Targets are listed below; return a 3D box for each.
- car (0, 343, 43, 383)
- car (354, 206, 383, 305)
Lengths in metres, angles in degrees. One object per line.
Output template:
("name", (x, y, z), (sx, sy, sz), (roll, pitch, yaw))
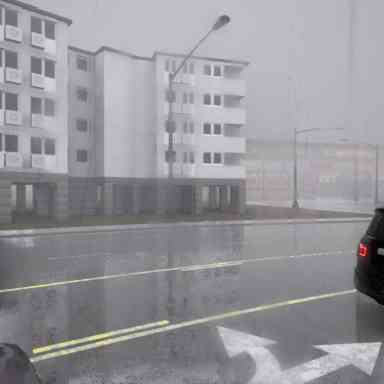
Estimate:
("car", (-3.341, 1.548, 1.221), (5.357, 1.411, 2.033), (0, 0, -37))
("car", (5.671, 1.221, 6.277), (5.566, 2.045, 2.150), (0, 0, -23))
